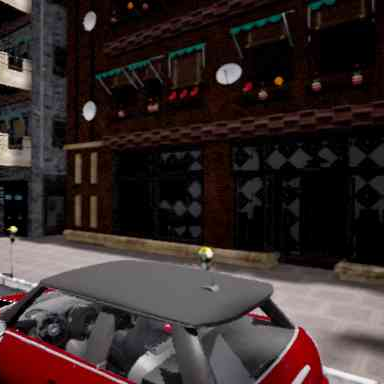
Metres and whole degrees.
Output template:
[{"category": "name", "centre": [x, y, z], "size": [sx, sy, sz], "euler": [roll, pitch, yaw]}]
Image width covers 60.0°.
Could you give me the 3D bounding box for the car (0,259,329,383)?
[{"category": "car", "centre": [-0.894, 1.442, 3.339], "size": [4.097, 1.590, 1.967], "euler": [0, 1, 35]}]
